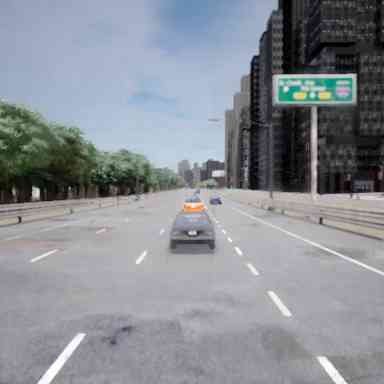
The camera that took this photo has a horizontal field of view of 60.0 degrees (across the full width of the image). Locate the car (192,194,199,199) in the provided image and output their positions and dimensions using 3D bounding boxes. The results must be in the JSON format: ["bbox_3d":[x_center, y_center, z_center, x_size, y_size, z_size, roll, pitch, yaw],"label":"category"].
[{"bbox_3d":[0.867,1.219,86.894,1.895,1.301,4.718,0,0,1],"label":"car"}]

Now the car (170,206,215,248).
[{"bbox_3d":[0.034,1.550,14.736,2.033,1.411,5.357,0,0,0],"label":"car"}]

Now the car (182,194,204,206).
[{"bbox_3d":[0.136,1.329,32.376,2.097,1.767,4.553,0,0,0],"label":"car"}]

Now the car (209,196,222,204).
[{"bbox_3d":[3.997,1.376,57.598,1.812,1.442,4.674,0,1,1],"label":"car"}]

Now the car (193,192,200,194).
[{"bbox_3d":[0.518,1.330,66.389,2.033,1.411,5.357,0,0,1],"label":"car"}]
